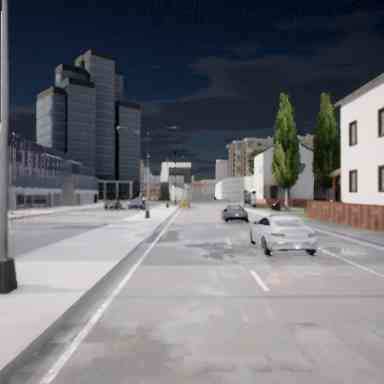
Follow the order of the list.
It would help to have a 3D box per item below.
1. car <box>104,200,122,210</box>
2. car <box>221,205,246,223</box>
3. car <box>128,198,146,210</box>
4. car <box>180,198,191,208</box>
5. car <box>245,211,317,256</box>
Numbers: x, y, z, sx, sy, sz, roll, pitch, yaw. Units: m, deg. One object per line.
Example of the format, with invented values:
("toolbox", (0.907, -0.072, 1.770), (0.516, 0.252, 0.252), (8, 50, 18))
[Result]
("car", (-11.575, 1.890, 48.949), (2.128, 1.511, 4.902), (0, -1, 0))
("car", (3.572, 1.795, 28.341), (1.994, 1.385, 4.181), (0, 0, 0))
("car", (-8.073, 1.752, 49.253), (2.097, 1.767, 4.553), (0, 0, 0))
("car", (-1.229, 1.937, 59.136), (1.801, 1.575, 5.366), (0, 0, 0))
("car", (3.571, 1.637, 13.552), (1.812, 1.442, 4.674), (0, 0, 0))
